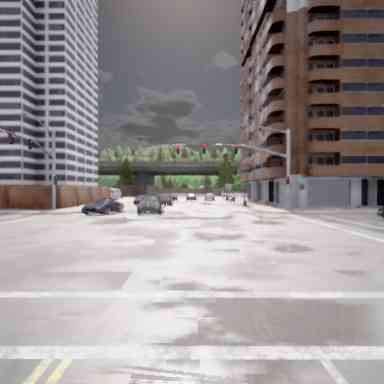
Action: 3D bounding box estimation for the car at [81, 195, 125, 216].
[{"bbox_3d":[-7.822,1.277,29.792,2.033,1.411,5.357,0,1,12],"label":"car"}]

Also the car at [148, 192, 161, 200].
[{"bbox_3d":[-7.137,0.676,64.050,2.033,1.411,5.357,0,1,0],"label":"car"}]

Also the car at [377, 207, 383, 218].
[{"bbox_3d":[15.963,1.285,23.947,4.892,1.490,1.837,0,1,0],"label":"car"}]

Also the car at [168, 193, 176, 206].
[{"bbox_3d":[-3.680,0.947,44.435,2.097,1.767,4.553,0,1,0],"label":"car"}]

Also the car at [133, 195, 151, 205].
[{"bbox_3d":[-7.176,1.128,47.976,1.994,1.385,4.181,0,1,0],"label":"car"}]

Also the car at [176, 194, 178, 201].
[{"bbox_3d":[-3.637,0.966,64.033,2.033,1.411,5.357,0,1,0],"label":"car"}]

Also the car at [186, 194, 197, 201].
[{"bbox_3d":[-0.137,0.983,63.948,1.994,1.385,4.181,0,1,0],"label":"car"}]

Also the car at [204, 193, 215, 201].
[{"bbox_3d":[3.363,0.944,63.957,1.812,1.442,4.674,0,1,0],"label":"car"}]

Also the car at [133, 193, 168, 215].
[{"bbox_3d":[-3.659,1.078,30.018,2.097,1.767,4.553,0,1,0],"label":"car"}]
